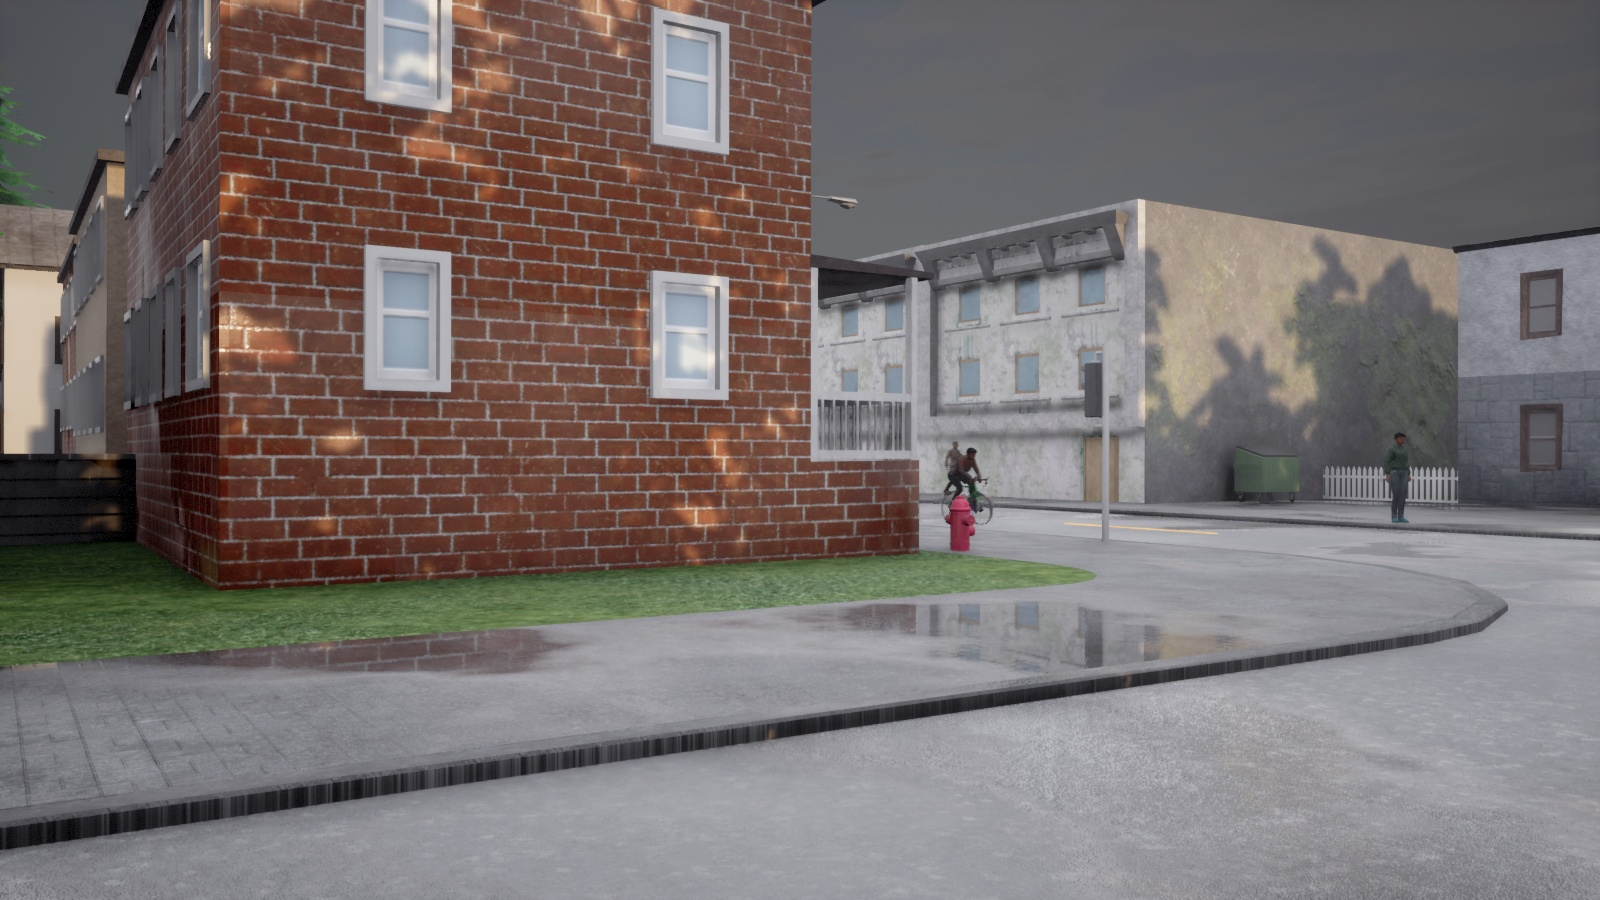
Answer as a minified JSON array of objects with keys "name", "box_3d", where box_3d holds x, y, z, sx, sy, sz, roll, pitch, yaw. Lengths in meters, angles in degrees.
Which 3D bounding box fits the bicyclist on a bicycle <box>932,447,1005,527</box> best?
[{"name":"bicyclist on a bicycle","box_3d":[3.525,0.755,26.377,0.582,1.620,1.656,0,0,-32]}]

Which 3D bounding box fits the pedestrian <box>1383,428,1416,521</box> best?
[{"name":"pedestrian","box_3d":[12.145,0.491,25.450,0.353,1.847,0.614,0,0,-3]}]

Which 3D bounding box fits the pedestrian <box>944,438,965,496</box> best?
[{"name":"pedestrian","box_3d":[4.999,0.543,40.547,0.331,1.846,0.634,0,0,-33]}]
